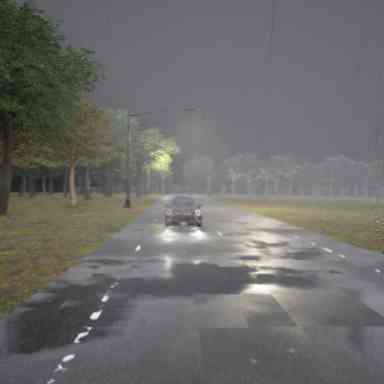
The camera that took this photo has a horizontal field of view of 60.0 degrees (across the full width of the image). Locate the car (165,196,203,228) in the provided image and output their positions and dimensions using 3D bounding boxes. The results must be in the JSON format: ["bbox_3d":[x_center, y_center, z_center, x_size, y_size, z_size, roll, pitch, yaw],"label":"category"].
[{"bbox_3d":[-0.527,1.067,19.945,2.097,1.767,4.553,1,1,-3],"label":"car"}]
